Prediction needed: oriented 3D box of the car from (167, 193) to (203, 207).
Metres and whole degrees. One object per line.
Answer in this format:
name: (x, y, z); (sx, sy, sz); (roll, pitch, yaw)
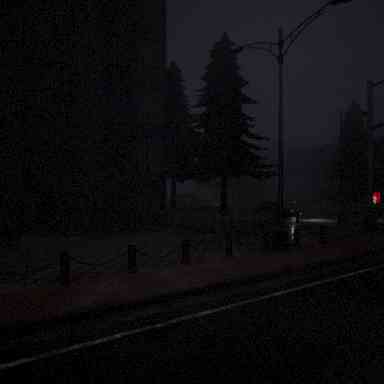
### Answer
car: (-1.417, 1.235, 47.564); (2.150, 2.045, 5.566); (0, 0, -37)

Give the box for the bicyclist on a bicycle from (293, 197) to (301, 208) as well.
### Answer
bicyclist on a bicycle: (11.559, 1.316, 36.665); (1.656, 1.620, 0.582); (0, 0, -37)

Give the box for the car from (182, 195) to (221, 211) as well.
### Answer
car: (1.418, 1.493, 37.698); (1.882, 1.535, 5.008); (0, 0, -37)

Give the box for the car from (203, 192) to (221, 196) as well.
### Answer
car: (5.304, 1.113, 92.476); (1.932, 1.855, 4.605); (0, 0, -37)

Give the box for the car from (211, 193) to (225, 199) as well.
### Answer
car: (7.394, 1.092, 94.536); (1.905, 1.878, 3.866); (0, 0, -37)

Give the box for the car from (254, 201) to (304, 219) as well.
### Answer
car: (7.616, 1.541, 29.505); (1.812, 1.442, 4.674); (0, 0, -38)
